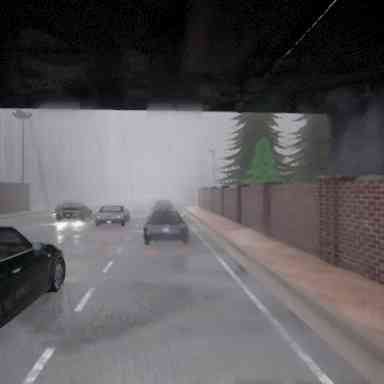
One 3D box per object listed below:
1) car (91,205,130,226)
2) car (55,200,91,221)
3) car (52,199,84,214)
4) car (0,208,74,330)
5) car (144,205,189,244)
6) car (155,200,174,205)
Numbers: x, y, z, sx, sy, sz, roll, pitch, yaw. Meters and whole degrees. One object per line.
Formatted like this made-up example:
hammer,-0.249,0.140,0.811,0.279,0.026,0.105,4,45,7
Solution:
car,-5.392,1.575,23.014,1.895,1.301,4.718,0,0,-5
car,-9.447,1.555,26.841,1.994,1.385,4.181,0,0,-5
car,-13.888,1.595,37.590,2.033,1.411,5.357,0,0,-5
car,-3.920,1.362,5.966,2.097,1.767,4.553,0,0,-4
car,-1.220,1.530,15.691,1.994,1.385,4.181,0,0,-5
car,-2.652,1.483,31.303,2.033,1.411,5.357,0,0,-5
